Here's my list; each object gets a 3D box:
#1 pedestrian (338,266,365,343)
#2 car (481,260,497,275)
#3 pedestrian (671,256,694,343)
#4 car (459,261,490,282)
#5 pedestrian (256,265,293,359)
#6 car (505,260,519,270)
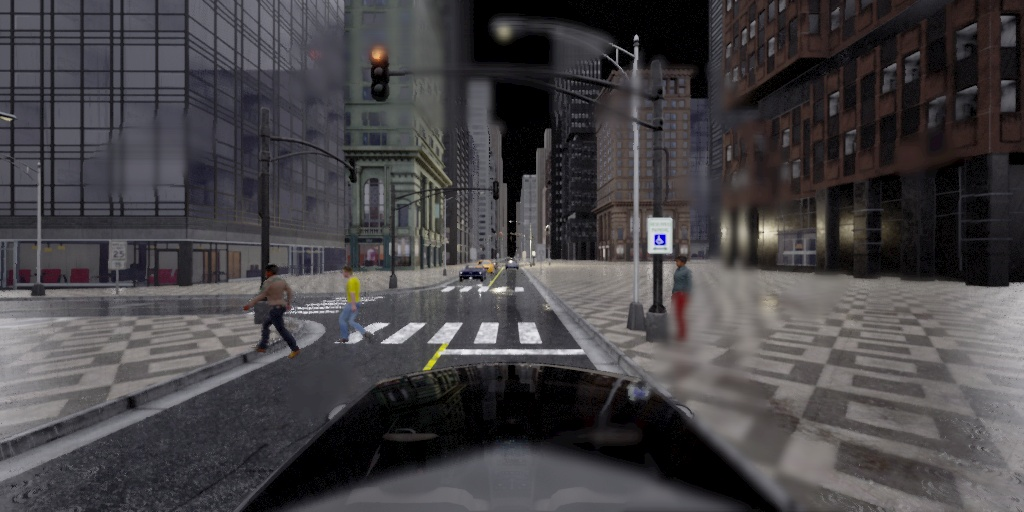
[{"bbox_3d":[-3.702,1.042,8.226,0.375,1.860,0.375,0,0,0],"label":"pedestrian"},{"bbox_3d":[-3.083,1.218,40.082,1.882,1.535,5.008,0,0,0],"label":"car"},{"bbox_3d":[3.593,0.889,7.668,0.375,1.860,0.375,0,0,0],"label":"pedestrian"},{"bbox_3d":[-3.088,1.342,28.994,1.895,1.301,4.718,0,0,0],"label":"car"},{"bbox_3d":[-4.620,1.042,6.996,0.375,1.860,0.375,0,0,0],"label":"pedestrian"},{"bbox_3d":[0.015,1.308,53.451,1.994,1.385,4.181,0,0,0],"label":"car"}]
